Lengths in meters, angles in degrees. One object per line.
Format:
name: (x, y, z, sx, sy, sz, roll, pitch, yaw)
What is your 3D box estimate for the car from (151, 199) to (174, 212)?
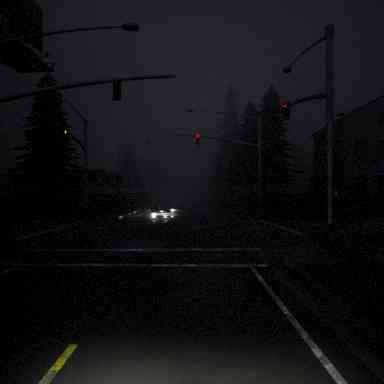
car: (-3.468, 1.564, 37.691, 1.994, 1.385, 4.181, 0, 0, 0)
